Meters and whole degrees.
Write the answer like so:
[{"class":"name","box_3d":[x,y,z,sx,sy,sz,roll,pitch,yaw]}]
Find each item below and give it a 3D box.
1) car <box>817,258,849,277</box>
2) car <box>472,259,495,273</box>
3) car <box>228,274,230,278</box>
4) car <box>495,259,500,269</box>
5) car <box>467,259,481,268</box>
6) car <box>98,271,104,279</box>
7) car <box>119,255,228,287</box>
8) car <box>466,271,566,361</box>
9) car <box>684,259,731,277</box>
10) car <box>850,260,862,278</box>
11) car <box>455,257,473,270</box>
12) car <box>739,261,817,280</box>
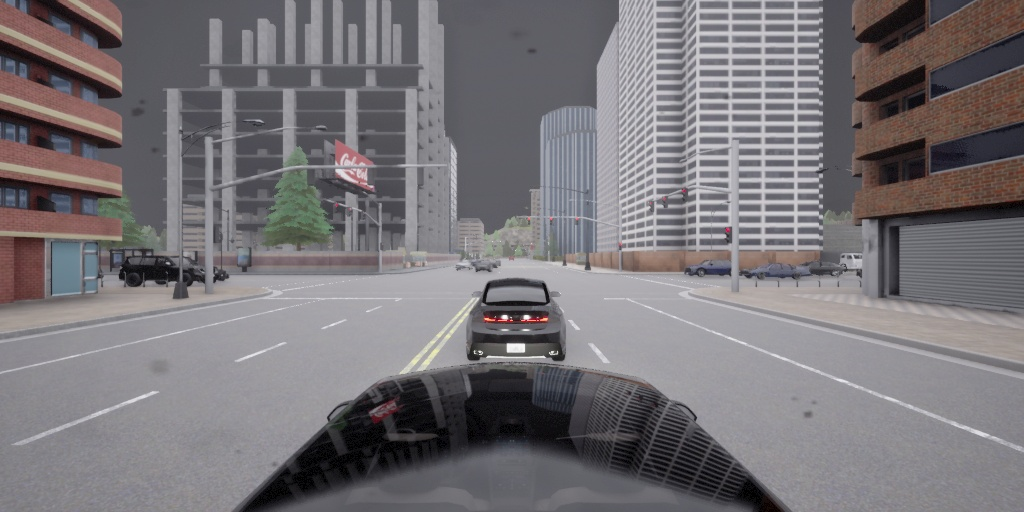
[{"class":"car","box_3d":[29.070,1.253,34.721,4.892,1.490,1.837,0,0,0]},{"class":"car","box_3d":[-3.386,1.254,43.298,1.837,1.490,4.892,0,0,0]},{"class":"car","box_3d":[-24.285,1.314,27.515,4.181,1.385,1.994,0,0,0]},{"class":"car","box_3d":[-3.310,1.227,56.523,1.882,1.535,5.008,0,0,0]},{"class":"car","box_3d":[-6.743,1.297,64.146,2.033,1.411,5.357,0,0,0]},{"class":"car","box_3d":[-34.871,1.297,27.514,5.357,1.411,2.033,0,0,0]},{"class":"car","box_3d":[-22.808,0.972,24.015,5.566,2.045,2.150,0,0,0]},{"class":"car","box_3d":[0.095,1.255,8.268,1.837,1.490,4.892,0,0,1]},{"class":"car","box_3d":[19.222,1.102,34.728,4.553,1.767,2.097,0,0,0]},{"class":"car","box_3d":[32.724,1.314,31.217,4.181,1.385,1.994,0,0,0]},{"class":"car","box_3d":[-6.843,1.275,51.015,1.812,1.442,4.674,0,0,0]},{"class":"car","box_3d":[22.812,1.297,31.229,5.357,1.411,2.033,0,0,0]}]
